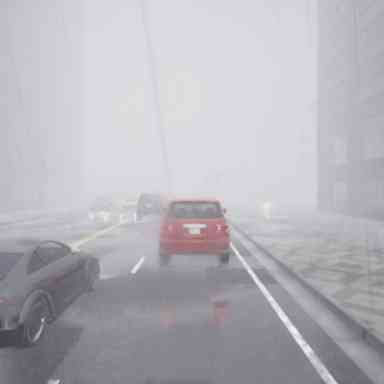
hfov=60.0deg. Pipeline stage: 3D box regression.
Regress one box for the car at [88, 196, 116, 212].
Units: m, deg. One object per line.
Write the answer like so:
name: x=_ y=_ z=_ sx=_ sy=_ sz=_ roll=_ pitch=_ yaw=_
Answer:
car: x=-9.835 y=1.237 z=36.764 sx=2.097 sy=1.767 sz=4.553 roll=0 pitch=0 yaw=0

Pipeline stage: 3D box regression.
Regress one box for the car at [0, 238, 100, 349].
car: x=-3.174 y=1.542 z=6.222 sx=1.994 sy=1.385 sz=4.181 roll=0 pitch=0 yaw=0

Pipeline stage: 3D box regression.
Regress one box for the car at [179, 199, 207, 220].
car: x=0.098 y=1.398 z=28.126 sx=2.128 sy=1.511 sz=4.902 roll=0 pitch=0 yaw=0

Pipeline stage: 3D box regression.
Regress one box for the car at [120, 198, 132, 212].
car: x=-6.587 y=1.363 z=36.605 sx=1.882 sy=1.535 sz=5.008 roll=0 pitch=0 yaw=0

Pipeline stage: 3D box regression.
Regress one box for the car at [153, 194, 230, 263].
car: x=0.101 y=1.179 z=11.959 sx=2.150 sy=2.045 sz=5.566 roll=0 pitch=0 yaw=1

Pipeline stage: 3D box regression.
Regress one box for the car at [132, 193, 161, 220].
car: x=-3.150 y=1.131 z=27.198 sx=2.150 sy=2.045 sz=5.566 roll=0 pitch=0 yaw=0
